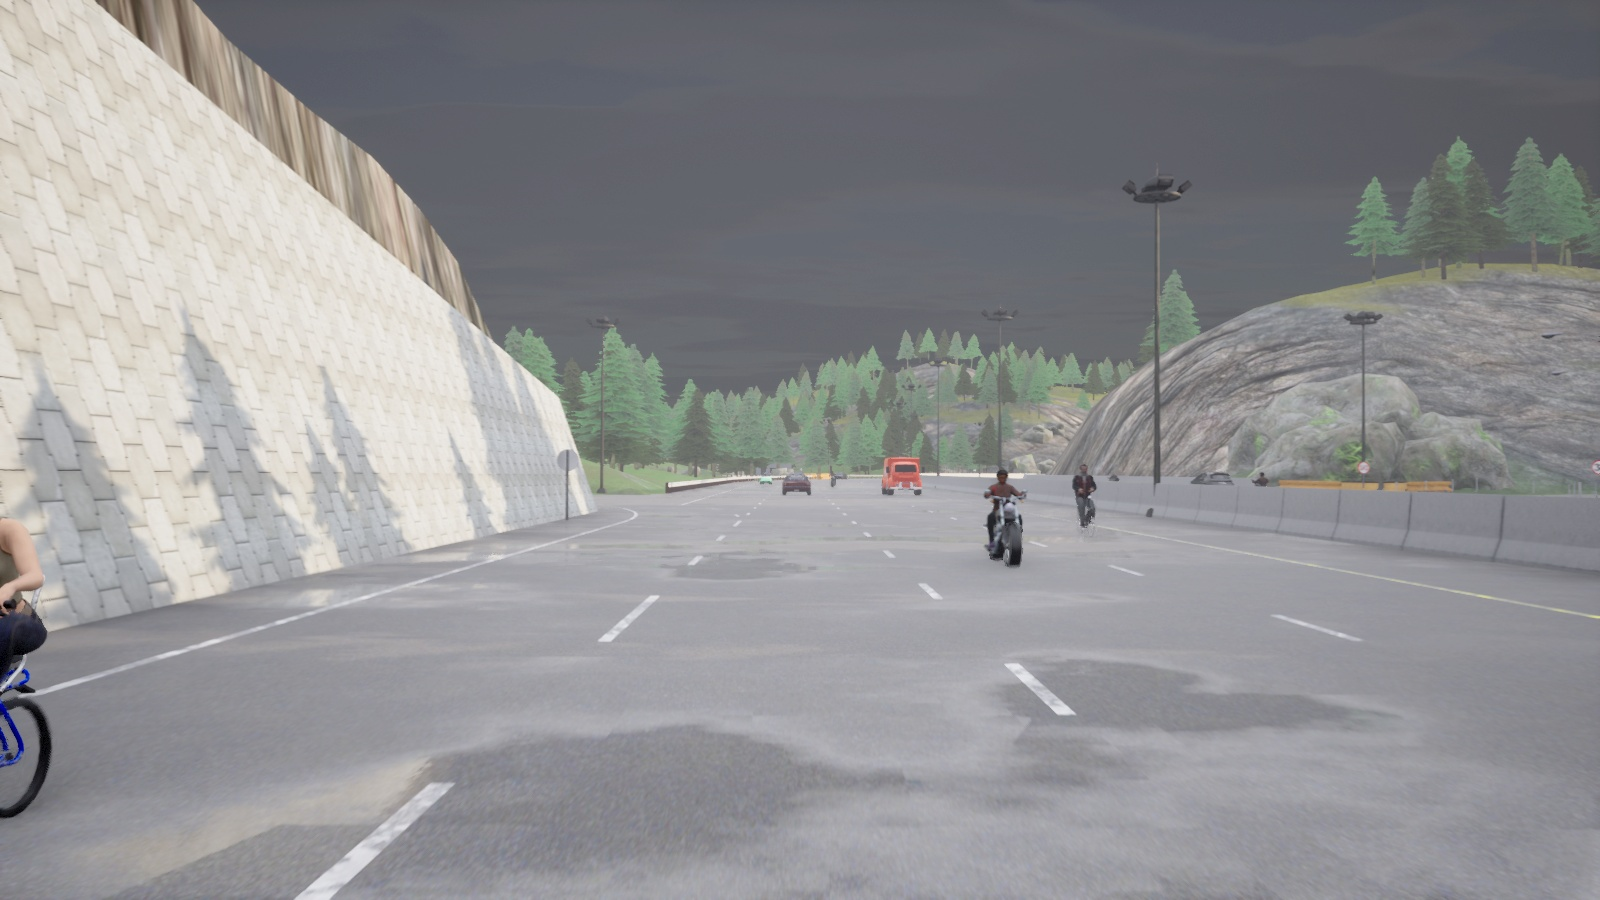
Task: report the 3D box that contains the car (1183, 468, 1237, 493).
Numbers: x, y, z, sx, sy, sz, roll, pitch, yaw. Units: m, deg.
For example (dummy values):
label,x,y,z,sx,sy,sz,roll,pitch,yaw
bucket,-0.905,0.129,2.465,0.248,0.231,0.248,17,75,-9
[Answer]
label,x,y,z,sx,sy,sz,roll,pitch,yaw
car,27.793,2.061,85.246,2.033,1.649,4.856,0,-1,0

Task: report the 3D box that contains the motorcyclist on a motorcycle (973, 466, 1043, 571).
label,x,y,z,sx,sy,sz,roll,pitch,yaw
motorcyclist on a motorcycle,3.449,1.103,21.009,0.766,1.649,2.350,0,-1,0

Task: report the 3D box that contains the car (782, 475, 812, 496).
label,x,y,z,sx,sy,sz,roll,pitch,yaw
car,-0.197,2.283,81.638,1.895,1.301,4.718,0,-1,0

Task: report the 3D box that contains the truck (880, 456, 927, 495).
label,x,y,z,sx,sy,sz,roll,pitch,yaw
truck,6.797,1.690,82.998,2.627,2.467,5.204,0,-1,0

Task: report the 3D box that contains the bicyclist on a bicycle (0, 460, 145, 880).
label,x,y,z,sx,sy,sz,roll,pitch,yaw
bicyclist on a bicycle,-3.509,0.851,5.136,0.866,1.612,1.509,0,-1,0

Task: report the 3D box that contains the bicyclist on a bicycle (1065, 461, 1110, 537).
label,x,y,z,sx,sy,sz,roll,pitch,yaw
bicyclist on a bicycle,6.926,1.165,30.325,0.659,1.776,1.843,0,-1,0
